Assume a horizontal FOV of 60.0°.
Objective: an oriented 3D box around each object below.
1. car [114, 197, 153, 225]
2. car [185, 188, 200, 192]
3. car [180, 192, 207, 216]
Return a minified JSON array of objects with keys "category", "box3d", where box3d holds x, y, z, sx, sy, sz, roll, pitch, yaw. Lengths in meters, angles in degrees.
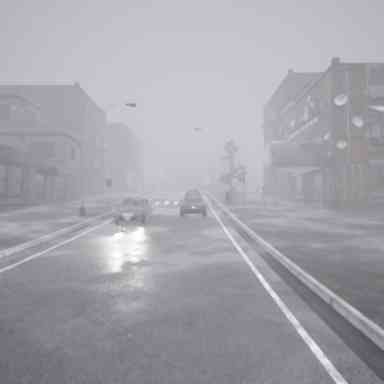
[{"category":"car","box3d":[-3.600,1.093,20.984,2.128,1.511,4.902,0,2,0]},{"category":"car","box3d":[0.096,0.226,42.535,1.994,1.385,4.181,0,3,0]},{"category":"car","box3d":[0.098,0.974,25.611,1.994,1.385,4.181,0,3,0]}]
